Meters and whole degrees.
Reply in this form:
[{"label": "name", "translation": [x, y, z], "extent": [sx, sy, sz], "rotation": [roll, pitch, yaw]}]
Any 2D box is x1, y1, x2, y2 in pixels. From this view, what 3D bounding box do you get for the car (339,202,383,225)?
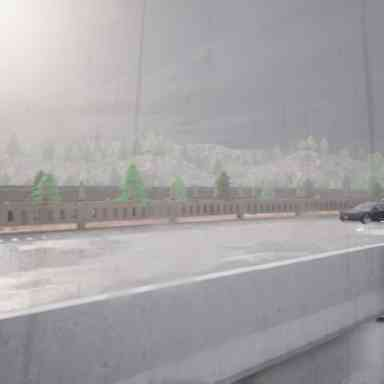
[{"label": "car", "translation": [12.877, 1.479, 24.052], "extent": [5.008, 1.535, 1.882], "rotation": [0, 0, -26]}]
